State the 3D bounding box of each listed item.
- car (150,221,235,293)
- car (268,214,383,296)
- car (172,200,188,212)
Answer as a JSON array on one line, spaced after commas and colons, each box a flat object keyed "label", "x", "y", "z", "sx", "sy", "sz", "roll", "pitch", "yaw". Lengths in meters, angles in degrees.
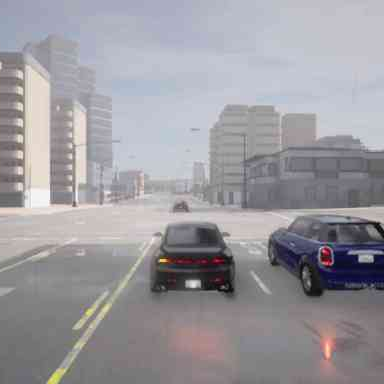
[{"label": "car", "x": 0.001, "y": 1.526, "z": 8.870, "sx": 1.837, "sy": 1.490, "sz": 4.892, "roll": 0, "pitch": 0, "yaw": -1}, {"label": "car", "x": 3.497, "y": 1.372, "z": 8.850, "sx": 2.097, "sy": 1.767, "sz": 4.553, "roll": 0, "pitch": 0, "yaw": -1}, {"label": "car", "x": -1.482, "y": 1.715, "z": 42.453, "sx": 1.812, "sy": 1.442, "sz": 4.674, "roll": 0, "pitch": -1, "yaw": -3}]
